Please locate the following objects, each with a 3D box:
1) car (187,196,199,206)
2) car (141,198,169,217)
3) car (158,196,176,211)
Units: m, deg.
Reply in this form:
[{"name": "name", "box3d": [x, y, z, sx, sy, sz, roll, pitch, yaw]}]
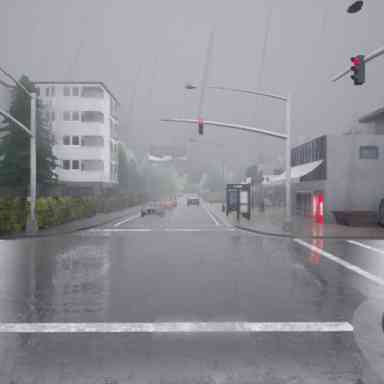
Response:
[{"name": "car", "box3d": [0.241, 1.477, 53.920, 1.882, 1.535, 5.008, 0, 0, 1]}, {"name": "car", "box3d": [-3.522, 1.564, 30.989, 1.994, 1.385, 4.181, 0, 0, 0]}, {"name": "car", "box3d": [-3.490, 1.352, 40.690, 2.097, 1.767, 4.553, 0, 0, 0]}]
